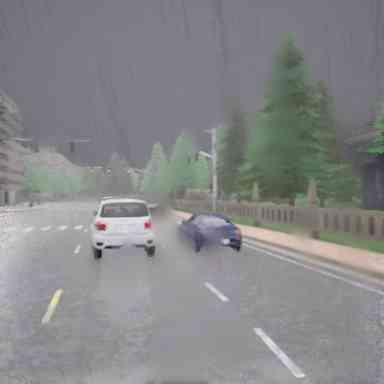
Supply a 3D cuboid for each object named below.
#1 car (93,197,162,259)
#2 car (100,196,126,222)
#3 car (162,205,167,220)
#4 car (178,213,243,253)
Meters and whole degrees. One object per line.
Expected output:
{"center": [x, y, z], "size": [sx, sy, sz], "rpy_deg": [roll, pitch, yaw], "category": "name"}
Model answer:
{"center": [-2.763, 1.321, 13.368], "size": [2.150, 2.045, 5.566], "rpy_deg": [0, -1, -13], "category": "car"}
{"center": [-7.332, 1.473, 30.523], "size": [2.150, 2.045, 5.566], "rpy_deg": [0, 0, -15], "category": "car"}
{"center": [-3.520, 1.687, 29.831], "size": [1.882, 1.535, 5.008], "rpy_deg": [0, 0, -15], "category": "car"}
{"center": [0.638, 1.604, 14.032], "size": [1.812, 1.442, 4.674], "rpy_deg": [0, 0, -14], "category": "car"}
